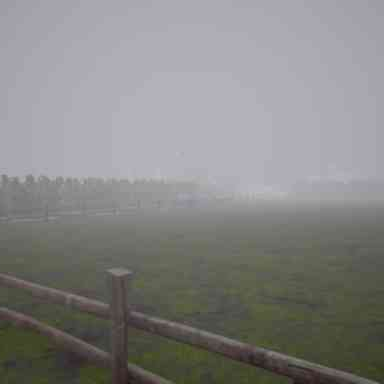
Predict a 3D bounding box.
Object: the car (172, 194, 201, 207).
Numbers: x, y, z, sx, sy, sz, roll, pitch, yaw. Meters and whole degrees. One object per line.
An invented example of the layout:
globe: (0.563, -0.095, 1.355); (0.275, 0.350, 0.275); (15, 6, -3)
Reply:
car: (-1.069, 1.191, 48.896); (2.097, 1.767, 4.553); (0, 0, 30)

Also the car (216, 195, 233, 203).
car: (6.243, 1.287, 61.845); (1.895, 1.301, 4.718); (0, 1, 28)

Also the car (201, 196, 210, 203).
car: (1.290, 1.346, 58.555); (1.895, 1.301, 4.718); (0, 1, 29)
